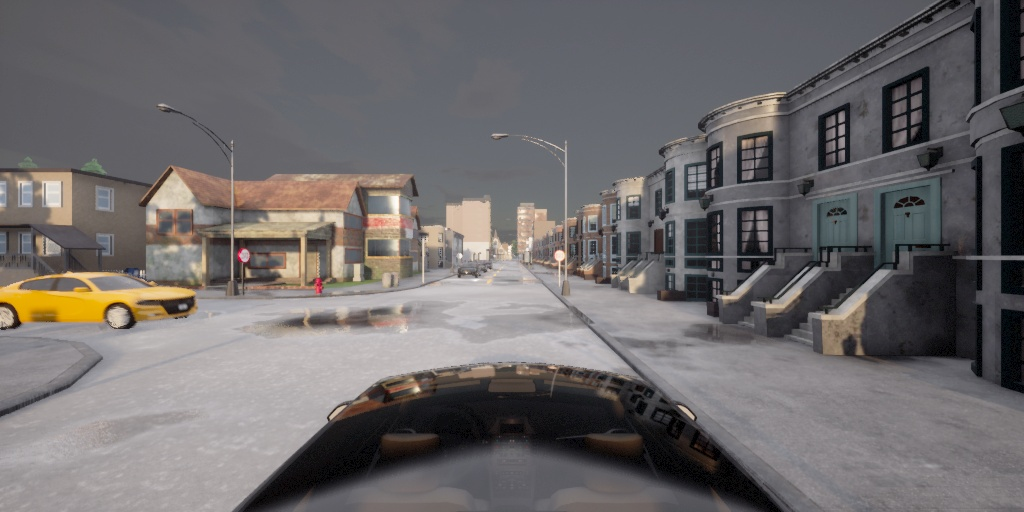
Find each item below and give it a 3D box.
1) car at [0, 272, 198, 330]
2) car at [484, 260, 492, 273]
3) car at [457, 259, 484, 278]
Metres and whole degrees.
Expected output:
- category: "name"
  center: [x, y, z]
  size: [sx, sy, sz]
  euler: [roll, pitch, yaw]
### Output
- category: "car"
  center: [-12.162, 1.228, 10.509]
  size: [5.008, 1.535, 1.882]
  euler: [0, 0, 0]
- category: "car"
  center: [-3.980, 1.242, 43.570]
  size: [2.128, 1.511, 4.902]
  euler: [0, 0, 0]
- category: "car"
  center: [-4.015, 1.255, 34.195]
  size: [1.837, 1.490, 4.892]
  euler: [0, 0, 0]
